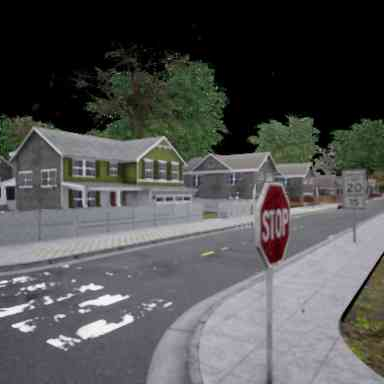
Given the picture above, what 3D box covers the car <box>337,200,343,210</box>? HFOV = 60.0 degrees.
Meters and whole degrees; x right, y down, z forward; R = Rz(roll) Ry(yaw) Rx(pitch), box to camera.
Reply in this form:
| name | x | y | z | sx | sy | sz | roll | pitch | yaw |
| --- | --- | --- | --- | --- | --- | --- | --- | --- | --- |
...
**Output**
| name | x | y | z | sx | sy | sz | roll | pitch | yaw |
| --- | --- | --- | --- | --- | --- | --- | --- | --- | --- |
| car | 19.994 | 1.539 | 42.573 | 1.994 | 1.385 | 4.181 | -1 | 0 | 35 |
